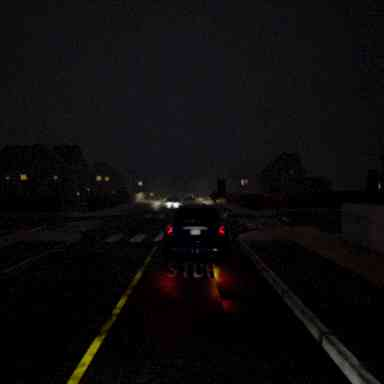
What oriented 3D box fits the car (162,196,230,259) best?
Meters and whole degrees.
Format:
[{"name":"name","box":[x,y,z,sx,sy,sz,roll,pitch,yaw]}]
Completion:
[{"name":"car","box":[0.252,1.199,12.140,2.097,1.767,4.553,0,1,4]}]

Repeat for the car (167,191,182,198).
[{"name":"car","box":[-3.237,0.971,56.130,2.128,1.511,4.902,0,0,0]}]

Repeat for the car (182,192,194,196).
[{"name":"car","box":[-0.488,1.046,63.281,1.895,1.301,4.718,0,0,0]}]

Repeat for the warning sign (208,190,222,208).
[{"name":"warning sign","box":[2.414,0.738,35.352,1.300,1.860,1.060,2,2,-1]}]
